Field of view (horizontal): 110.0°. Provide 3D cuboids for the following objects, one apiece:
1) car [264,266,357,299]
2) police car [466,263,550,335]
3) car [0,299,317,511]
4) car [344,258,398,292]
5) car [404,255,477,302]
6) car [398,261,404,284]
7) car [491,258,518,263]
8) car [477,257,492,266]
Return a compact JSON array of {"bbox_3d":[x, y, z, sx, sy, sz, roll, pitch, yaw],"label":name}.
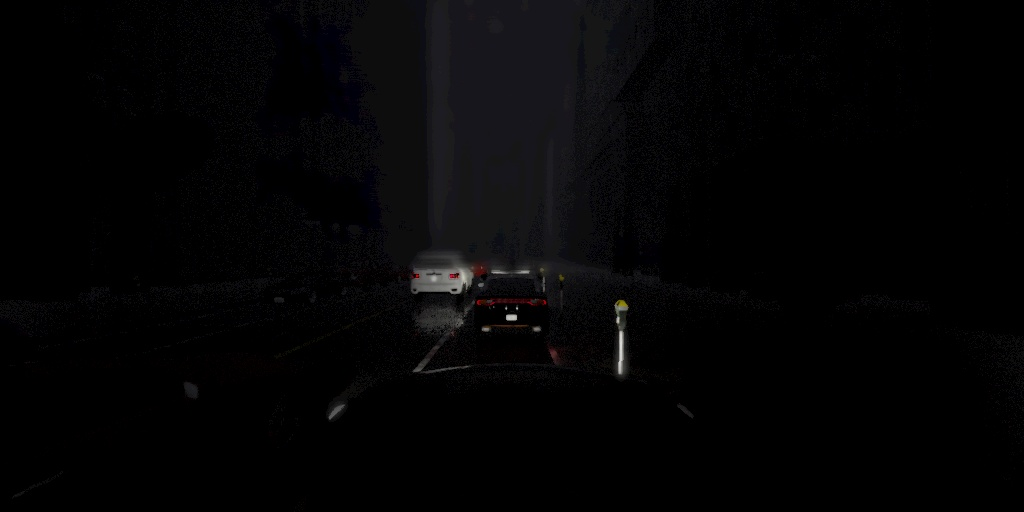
[{"bbox_3d":[-8.908,1.315,15.920,1.948,1.339,4.313,0,0,0],"label":"car"},{"bbox_3d":[-0.012,1.174,10.610,1.930,1.638,5.238,0,0,0],"label":"police car"},{"bbox_3d":[-3.145,1.275,2.014,1.812,1.442,4.674,0,0,0],"label":"car"},{"bbox_3d":[-8.908,1.064,21.556,2.192,1.841,5.009,0,0,0],"label":"car"},{"bbox_3d":[-3.145,0.966,17.146,2.150,2.045,5.566,0,0,0],"label":"car"},{"bbox_3d":[-8.908,1.294,27.194,1.888,1.381,4.507,0,0,0],"label":"car"},{"bbox_3d":[-0.383,1.188,27.203,1.967,1.591,4.097,0,0,0],"label":"car"},{"bbox_3d":[-3.144,1.099,32.191,2.097,1.767,4.553,0,0,0],"label":"car"}]
